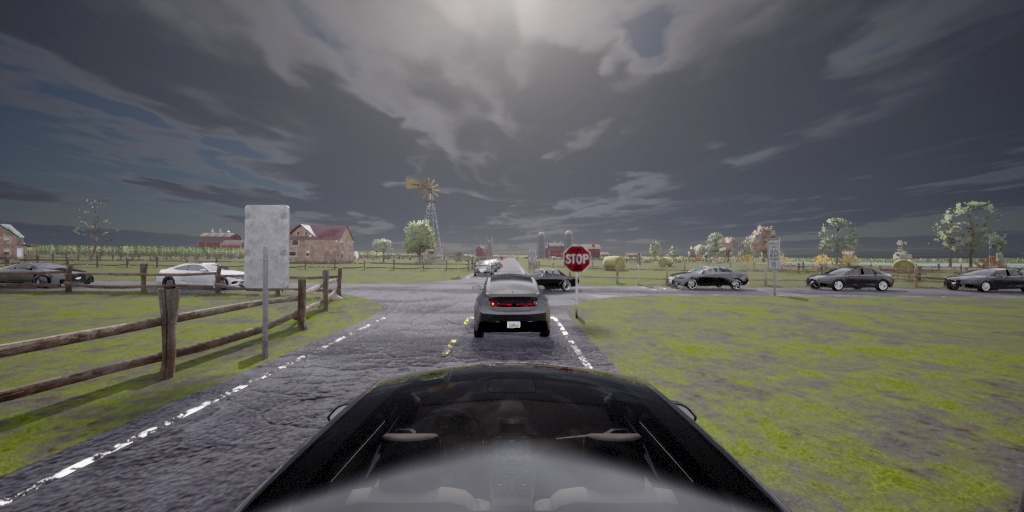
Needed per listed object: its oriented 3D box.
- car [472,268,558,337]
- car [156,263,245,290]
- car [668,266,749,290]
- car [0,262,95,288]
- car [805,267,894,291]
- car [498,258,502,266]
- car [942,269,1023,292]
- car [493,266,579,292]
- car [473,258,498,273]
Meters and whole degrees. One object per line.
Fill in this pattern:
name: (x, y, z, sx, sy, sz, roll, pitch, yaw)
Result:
car: (-0.069, 1.256, 10.260, 1.837, 1.490, 4.892, 0, 0, -3)
car: (-17.233, 1.103, 20.227, 4.674, 1.442, 1.812, 1, -1, -1)
car: (12.811, 1.397, 23.527, 4.902, 1.511, 2.128, 1, -1, -2)
car: (-26.353, 1.048, 20.110, 4.181, 1.385, 1.994, 1, -1, -1)
car: (22.212, 1.499, 23.692, 4.892, 1.490, 1.837, 1, -1, -1)
car: (-2.826, 1.241, 46.394, 2.128, 1.511, 4.902, 0, 0, 0)
car: (31.715, 1.587, 23.807, 4.892, 1.490, 1.837, 1, -1, -1)
car: (1.510, 1.369, 20.305, 4.718, 1.301, 1.895, 1, 0, -35)
car: (-2.838, 1.243, 36.948, 2.128, 1.511, 4.902, 0, 0, 0)
